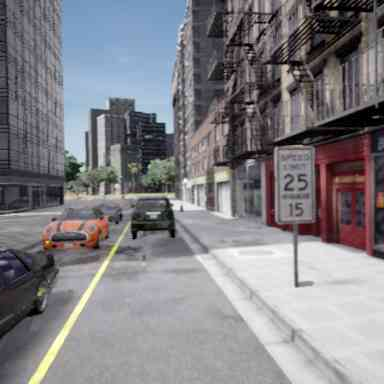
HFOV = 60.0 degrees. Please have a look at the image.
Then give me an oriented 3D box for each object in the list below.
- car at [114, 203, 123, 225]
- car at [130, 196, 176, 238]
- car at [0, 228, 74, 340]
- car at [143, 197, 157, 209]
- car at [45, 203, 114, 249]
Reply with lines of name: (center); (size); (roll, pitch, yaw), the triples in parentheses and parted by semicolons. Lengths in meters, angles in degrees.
car: (-6.208, 1.564, 24.707); (2.128, 1.511, 4.902); (-1, 0, -7)
car: (-2.116, 1.227, 17.947); (2.150, 2.045, 5.566); (-1, 0, -7)
car: (-3.606, 1.618, 4.882); (2.033, 1.411, 5.357); (-1, 0, -4)
car: (-5.944, 1.458, 47.300); (1.837, 1.490, 4.892); (-1, 0, -7)
car: (-4.906, 1.428, 14.641); (2.097, 1.767, 4.553); (-1, 0, -7)
